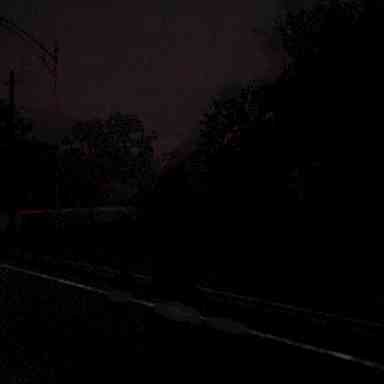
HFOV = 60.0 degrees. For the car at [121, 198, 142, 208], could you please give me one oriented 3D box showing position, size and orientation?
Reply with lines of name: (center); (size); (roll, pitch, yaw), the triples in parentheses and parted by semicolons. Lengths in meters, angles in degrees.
car: (-7.480, 1.537, 45.737); (1.895, 1.301, 4.718); (0, 0, 32)
